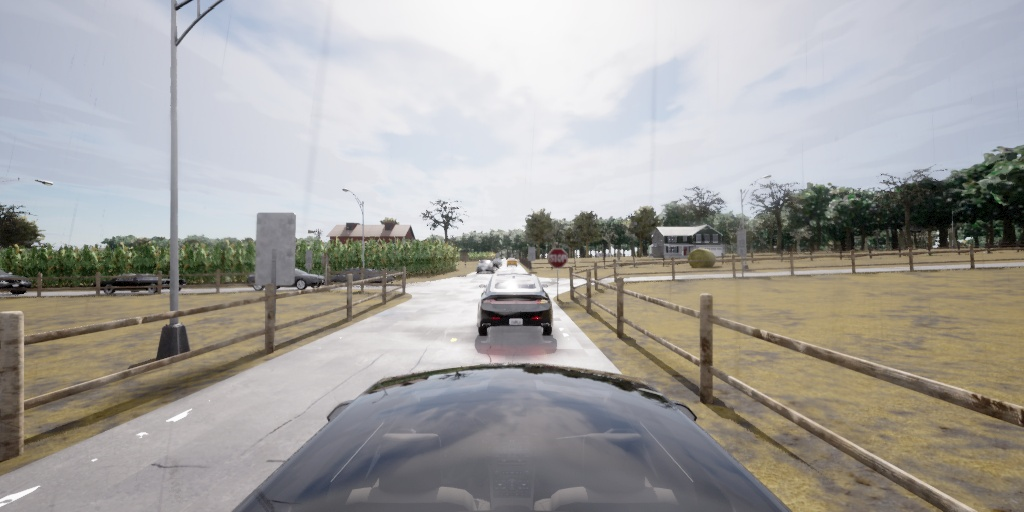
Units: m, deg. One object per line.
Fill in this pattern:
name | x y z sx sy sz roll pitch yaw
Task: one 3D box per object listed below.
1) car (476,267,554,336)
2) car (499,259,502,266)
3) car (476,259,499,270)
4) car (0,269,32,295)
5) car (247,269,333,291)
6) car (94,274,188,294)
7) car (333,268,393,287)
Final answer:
car | 0.057 1.245 10.380 2.128 1.511 4.902 0 0 -1
car | -2.905 1.313 54.694 1.895 1.301 4.718 0 0 0
car | -2.928 1.220 40.557 2.128 1.511 4.902 0 0 1
car | -36.701 1.722 24.538 5.566 2.045 2.150 -1 -2 0
car | -15.340 1.565 24.518 4.892 1.490 1.837 -1 -2 1
car | -25.251 1.874 24.538 4.718 1.301 1.895 -1 -2 0
car | -11.801 1.620 27.028 5.357 1.411 2.033 -1 -2 1
